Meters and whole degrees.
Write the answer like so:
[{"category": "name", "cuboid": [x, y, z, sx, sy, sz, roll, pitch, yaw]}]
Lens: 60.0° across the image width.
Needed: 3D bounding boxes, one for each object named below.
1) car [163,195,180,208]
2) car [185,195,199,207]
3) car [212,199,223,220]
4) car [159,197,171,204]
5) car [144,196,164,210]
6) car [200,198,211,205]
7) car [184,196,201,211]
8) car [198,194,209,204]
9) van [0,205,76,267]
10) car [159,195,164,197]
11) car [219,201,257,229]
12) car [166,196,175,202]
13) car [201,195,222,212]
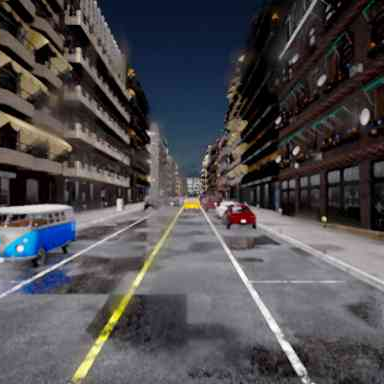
[{"category": "car", "cuboid": [-2.853, 1.579, 50.068, 2.128, 1.511, 4.902, 0, 0, 0]}, {"category": "car", "cuboid": [0.005, 1.449, 52.821, 2.097, 1.767, 4.553, 0, 0, 0]}, {"category": "car", "cuboid": [3.012, 1.561, 28.745, 1.812, 1.442, 4.674, 0, 0, 0]}, {"category": "car", "cuboid": [-5.325, 1.693, 66.538, 1.887, 1.381, 4.507, 1, 0, 0]}, {"category": "car", "cuboid": [-5.315, 1.637, 44.417, 1.947, 1.339, 4.313, 1, 0, 0]}, {"category": "car", "cuboid": [2.524, 1.707, 60.955, 1.802, 1.307, 4.206, 1, 0, 0]}, {"category": "car", "cuboid": [0.035, 1.542, 41.722, 1.882, 1.535, 5.008, 0, 0, 0]}, {"category": "car", "cuboid": [2.524, 1.487, 72.018, 2.192, 1.841, 5.009, 1, 0, 0]}, {"category": "van", "cuboid": [-5.295, 1.349, 11.232, 1.690, 1.788, 3.998, 2, 0, 0]}, {"category": "car", "cuboid": [-5.317, 1.441, 61.007, 2.192, 1.841, 5.009, 1, 0, 0]}, {"category": "car", "cuboid": [3.015, 1.548, 21.744, 1.812, 1.442, 4.674, 0, 0, 0]}, {"category": "car", "cuboid": [-5.333, 1.808, 83.131, 1.802, 1.307, 4.206, 1, 0, 0]}, {"category": "car", "cuboid": [2.539, 1.372, 38.829, 2.192, 1.841, 5.009, 1, 0, 0]}]
